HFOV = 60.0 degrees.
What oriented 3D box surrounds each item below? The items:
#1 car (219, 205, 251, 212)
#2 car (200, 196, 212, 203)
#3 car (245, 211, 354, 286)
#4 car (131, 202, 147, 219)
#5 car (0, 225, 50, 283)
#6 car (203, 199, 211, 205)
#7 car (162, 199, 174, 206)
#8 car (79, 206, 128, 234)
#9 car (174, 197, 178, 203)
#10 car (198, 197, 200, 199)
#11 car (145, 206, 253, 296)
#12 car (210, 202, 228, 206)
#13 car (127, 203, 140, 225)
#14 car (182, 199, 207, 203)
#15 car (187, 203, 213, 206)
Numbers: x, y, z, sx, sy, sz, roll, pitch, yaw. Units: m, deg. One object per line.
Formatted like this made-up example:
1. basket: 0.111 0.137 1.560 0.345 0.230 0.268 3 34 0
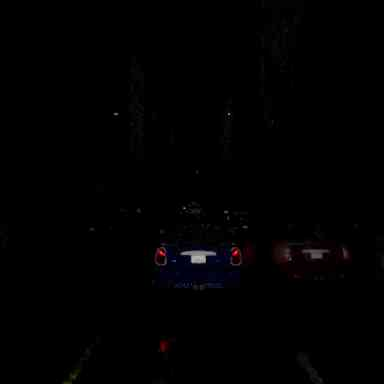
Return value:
1. car: 2.967 1.725 20.657 2.008 1.369 4.403 0 0 0
2. car: 3.274 2.057 68.747 1.967 1.590 4.097 0 -1 0
3. car: 2.905 1.522 9.655 1.967 1.590 4.097 0 0 0
4. car: -5.496 1.707 31.708 1.967 1.590 4.097 0 0 0
5. car: -5.620 1.663 9.703 1.802 1.307 4.206 0 0 0
6. car: 3.315 2.199 74.325 1.752 1.417 4.829 0 -1 0
7. car: -5.251 2.198 68.807 1.802 1.307 4.206 0 -1 0
8. car: -5.558 1.739 20.705 1.947 1.339 4.313 0 0 0
9. car: -5.169 2.278 79.624 2.008 1.369 4.403 0 -1 0
10. car: 3.435 2.288 90.381 1.967 1.590 4.097 0 -1 0
11. car: 0.147 1.428 9.010 2.097 1.767 4.553 0 0 0
12. car: 3.030 1.834 31.658 1.947 1.339 4.313 0 0 0
13. car: -5.527 1.802 26.206 1.802 1.307 4.206 0 0 0
14. car: 0.169 1.714 30.541 1.801 1.575 5.366 0 0 0
15. car: 0.208 1.650 20.515 1.882 1.535 5.008 0 0 0
